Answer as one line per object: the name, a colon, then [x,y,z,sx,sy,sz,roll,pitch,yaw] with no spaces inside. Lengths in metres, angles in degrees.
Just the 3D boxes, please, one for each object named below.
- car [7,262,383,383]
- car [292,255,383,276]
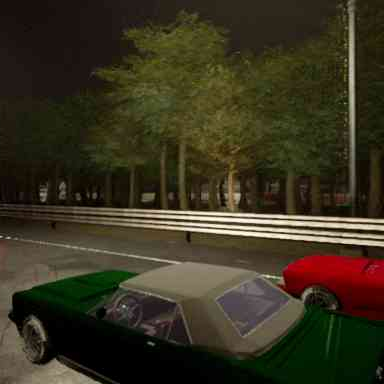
car: [-0.289,1.604,4.156,4.718,1.301,1.895,0,0,35]
car: [3.910,1.596,5.475,4.718,1.301,1.895,0,0,35]
